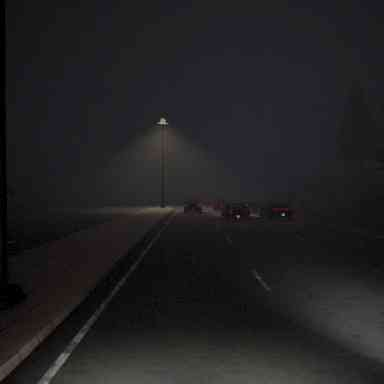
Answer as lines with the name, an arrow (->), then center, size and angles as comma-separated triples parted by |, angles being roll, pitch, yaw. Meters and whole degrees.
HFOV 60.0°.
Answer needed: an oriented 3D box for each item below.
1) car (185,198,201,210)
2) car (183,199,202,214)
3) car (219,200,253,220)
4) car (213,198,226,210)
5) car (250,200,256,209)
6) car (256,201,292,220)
car -> 0.103, 1.561, 44.603 | 1.994, 1.385, 4.181 | 0, 0, 0
car -> 0.097, 1.523, 35.848 | 1.812, 1.442, 4.674 | 0, 0, 0
car -> 3.601, 1.599, 28.067 | 1.895, 1.301, 4.718 | 0, 0, 0
car -> 3.606, 1.523, 41.696 | 1.812, 1.442, 4.674 | 0, 0, 0
car -> 7.104, 1.598, 41.317 | 1.895, 1.301, 4.718 | 0, 0, 0
car -> 7.102, 1.504, 28.348 | 1.837, 1.490, 4.892 | 0, 0, 0
